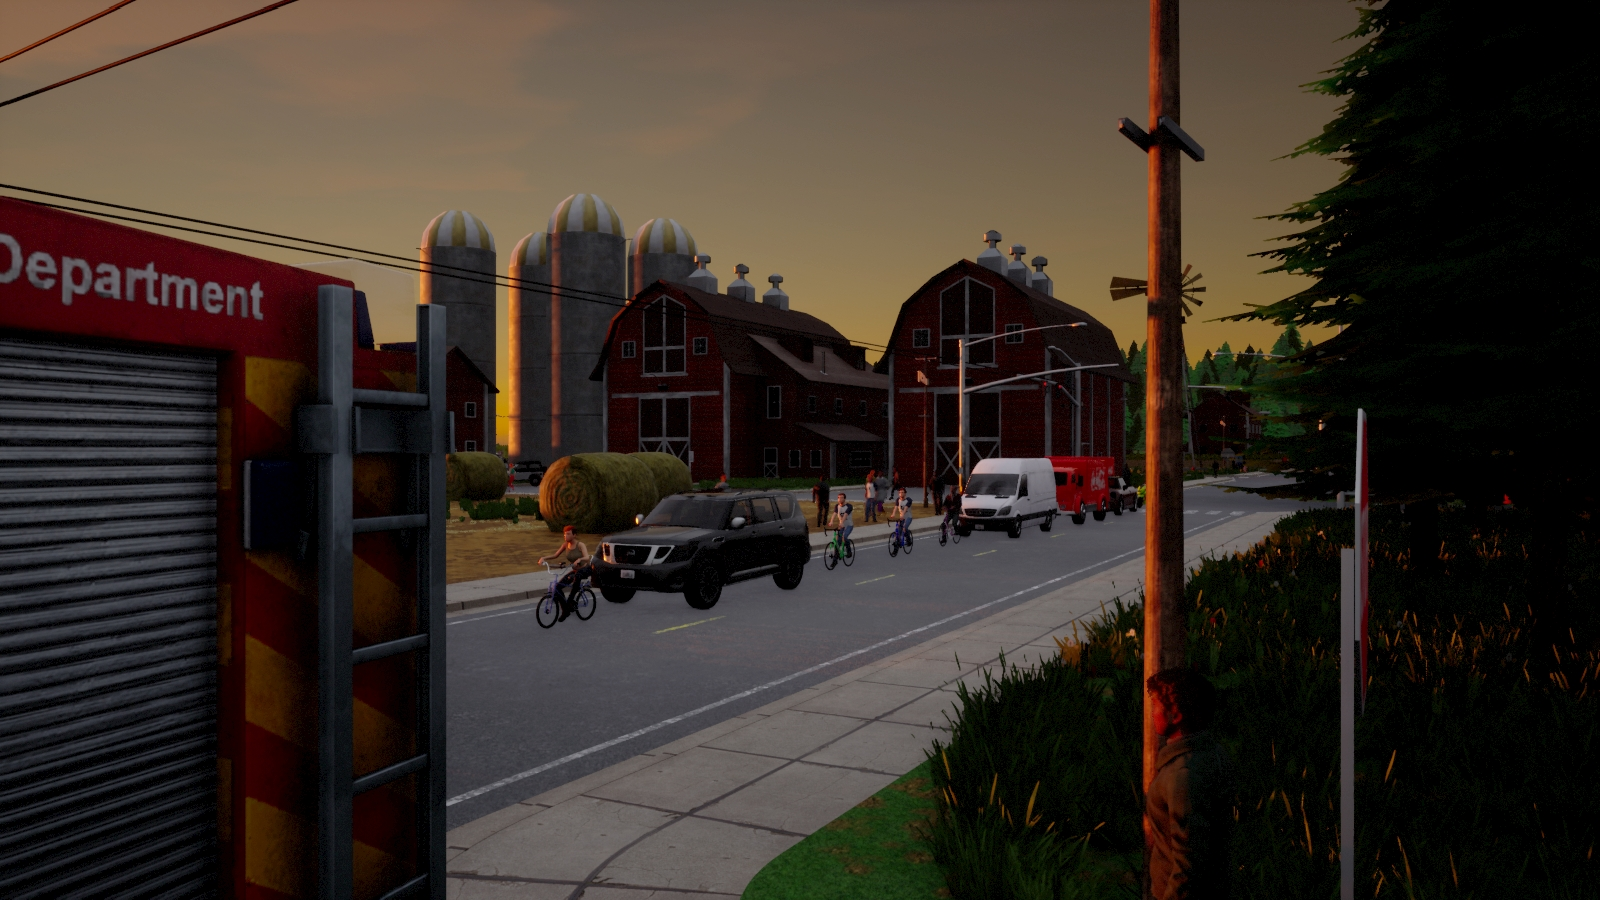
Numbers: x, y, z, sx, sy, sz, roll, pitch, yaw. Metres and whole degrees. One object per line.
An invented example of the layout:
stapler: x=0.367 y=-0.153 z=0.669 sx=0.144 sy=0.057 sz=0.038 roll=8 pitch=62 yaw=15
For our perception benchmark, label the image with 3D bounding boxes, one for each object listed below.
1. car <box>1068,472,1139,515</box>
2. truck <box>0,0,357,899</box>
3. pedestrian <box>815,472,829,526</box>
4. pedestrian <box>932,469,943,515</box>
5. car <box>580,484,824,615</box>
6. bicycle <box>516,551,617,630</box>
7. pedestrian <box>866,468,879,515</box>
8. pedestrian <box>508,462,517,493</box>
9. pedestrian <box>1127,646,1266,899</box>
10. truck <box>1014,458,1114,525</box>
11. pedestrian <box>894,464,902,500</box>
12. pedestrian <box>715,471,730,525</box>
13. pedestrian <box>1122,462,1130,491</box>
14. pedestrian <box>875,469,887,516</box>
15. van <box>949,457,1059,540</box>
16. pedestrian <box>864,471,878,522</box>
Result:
car: x=13.639 y=1.903 z=51.214 sx=2.097 sy=1.767 sz=4.553 roll=0 pitch=0 yaw=28
truck: x=-5.948 y=0.867 z=3.835 sx=8.468 sy=3.827 sz=2.891 roll=0 pitch=0 yaw=19
pedestrian: x=0.755 y=1.683 z=39.570 sx=0.375 sy=1.860 sz=0.375 roll=0 pitch=0 yaw=18
pedestrian: x=5.609 y=1.694 z=46.610 sx=0.375 sy=1.860 sz=0.375 roll=0 pitch=0 yaw=18
car: x=-1.714 y=1.779 z=22.410 sx=2.150 sy=2.045 sz=5.566 roll=0 pitch=0 yaw=27
bicycle: x=-3.780 y=2.256 z=18.561 sx=0.859 sy=1.080 sz=1.487 roll=0 pitch=0 yaw=28
pedestrian: x=2.928 y=1.678 z=46.228 sx=0.375 sy=1.860 sz=0.375 roll=0 pitch=0 yaw=29
pedestrian: x=-17.600 y=1.670 z=69.973 sx=0.375 sy=1.860 sz=0.375 roll=0 pitch=0 yaw=26
pedestrian: x=1.397 y=1.663 z=4.016 sx=0.375 sy=1.860 sz=0.375 roll=0 pitch=0 yaw=35
truck: x=10.542 y=1.568 z=45.365 sx=2.627 sy=2.467 sz=5.204 roll=0 pitch=0 yaw=28
pedestrian: x=5.074 y=1.670 z=59.181 sx=0.375 sy=1.860 sz=0.375 roll=0 pitch=0 yaw=19
pedestrian: x=-2.687 y=1.677 z=39.838 sx=0.375 sy=1.860 sz=0.375 roll=0 pitch=0 yaw=32
pedestrian: x=20.796 y=1.696 z=72.892 sx=0.375 sy=1.860 sz=0.375 roll=0 pitch=0 yaw=29
pedestrian: x=3.245 y=1.676 z=45.672 sx=0.375 sy=1.860 sz=0.375 roll=0 pitch=0 yaw=25
van: x=7.057 y=1.534 z=38.936 sx=1.988 sy=2.561 sz=5.915 roll=0 pitch=0 yaw=28
pedestrian: x=2.596 y=1.688 z=41.589 sx=0.375 sy=1.860 sz=0.375 roll=0 pitch=0 yaw=30
